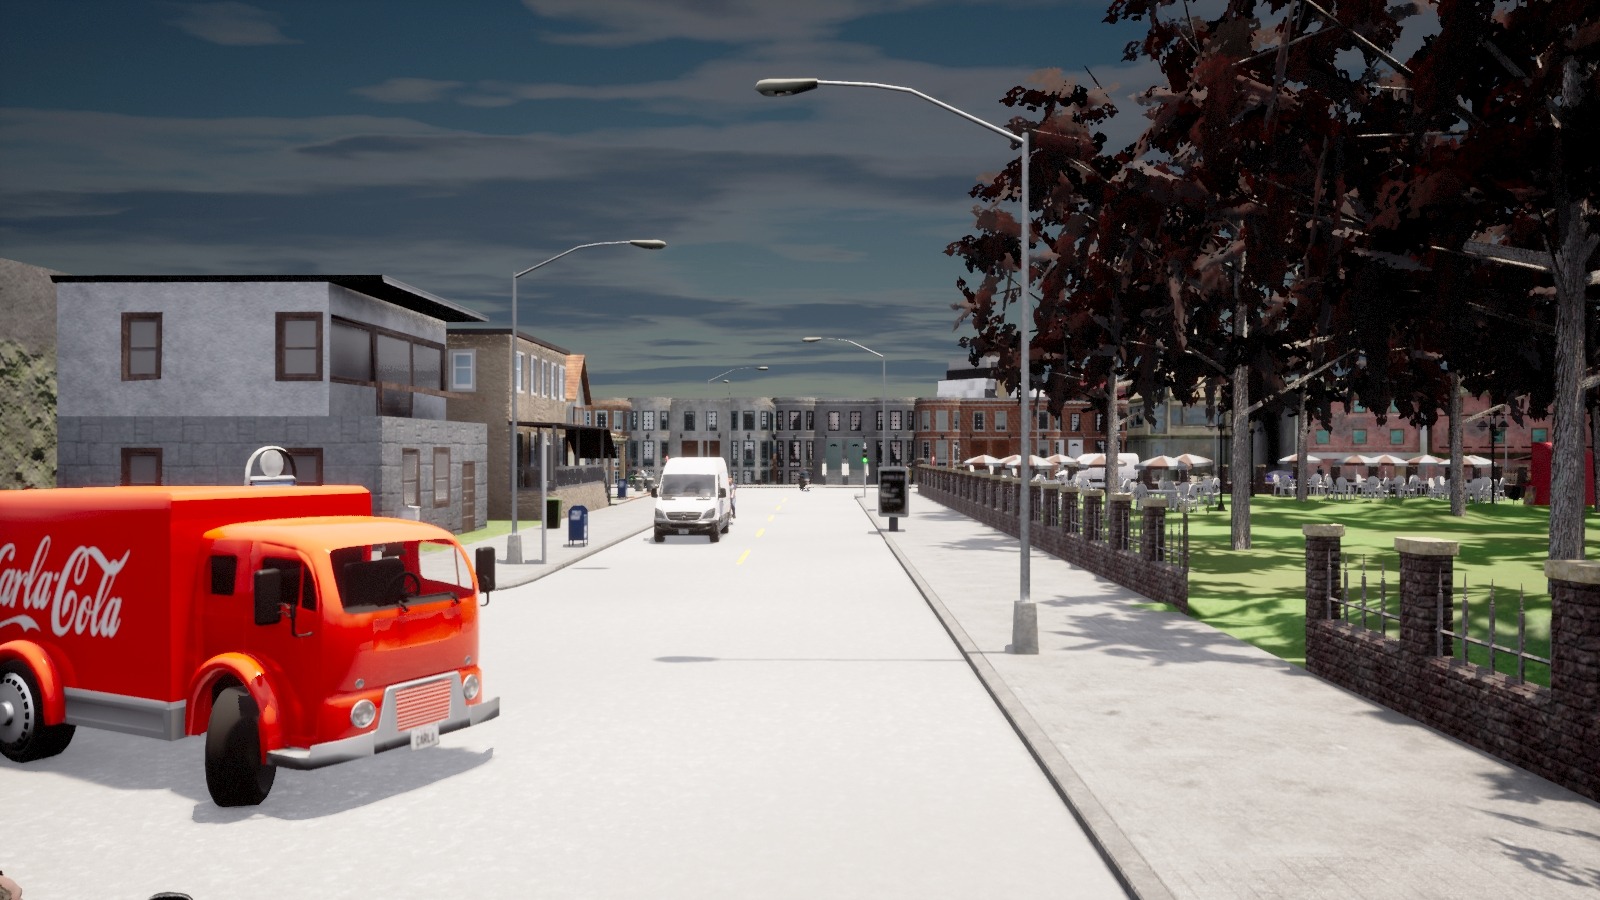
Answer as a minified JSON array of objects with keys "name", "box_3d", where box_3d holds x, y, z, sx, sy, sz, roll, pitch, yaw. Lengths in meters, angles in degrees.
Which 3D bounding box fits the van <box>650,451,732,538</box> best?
[{"name":"van","box_3d":[-3.393,1.314,36.728,1.988,2.561,5.915,0,0,1]}]

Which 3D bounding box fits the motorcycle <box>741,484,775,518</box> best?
[{"name":"motorcycle","box_3d":[-1.677,1.985,45.065,0.867,1.251,2.209,0,0,-15]}]

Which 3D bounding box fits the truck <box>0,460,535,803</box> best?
[{"name":"truck","box_3d":[-5.383,1.356,10.702,5.204,2.467,2.627,-1,0,29]}]

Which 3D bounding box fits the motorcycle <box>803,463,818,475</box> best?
[{"name":"motorcycle","box_3d":[1.085,1.962,118.767,0.856,1.236,1.805,-2,0,-20]}]

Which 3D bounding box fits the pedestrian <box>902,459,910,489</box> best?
[{"name":"pedestrian","box_3d":[6.725,1.516,72.337,0.375,1.860,0.375,0,0,24]}]
